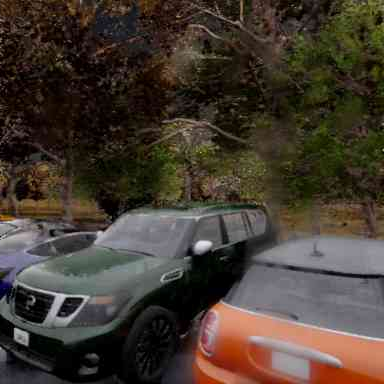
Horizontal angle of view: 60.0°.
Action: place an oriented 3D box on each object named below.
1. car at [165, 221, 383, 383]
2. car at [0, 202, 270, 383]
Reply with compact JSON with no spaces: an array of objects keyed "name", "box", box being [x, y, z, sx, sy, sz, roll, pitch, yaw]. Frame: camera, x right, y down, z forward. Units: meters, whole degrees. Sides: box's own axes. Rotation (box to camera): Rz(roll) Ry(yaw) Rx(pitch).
[{"name":"car","box":[1.992,1.359,4.301,2.185,1.767,4.553,0,0,36]},{"name":"car","box":[-0.273,1.249,5.921,2.435,2.045,5.566,0,0,35]}]
